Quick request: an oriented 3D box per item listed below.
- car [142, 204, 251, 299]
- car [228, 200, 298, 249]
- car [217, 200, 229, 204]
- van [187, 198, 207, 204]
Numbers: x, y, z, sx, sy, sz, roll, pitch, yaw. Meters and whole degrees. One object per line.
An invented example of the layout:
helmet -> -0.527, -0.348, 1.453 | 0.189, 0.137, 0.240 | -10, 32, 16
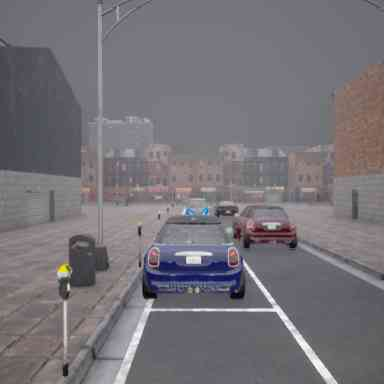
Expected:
car -> 0.033, 1.352, 8.621 | 2.097, 1.767, 4.553 | 0, 0, 0
car -> 3.023, 1.350, 14.696 | 2.097, 1.767, 4.553 | 0, 0, 0
car -> 3.028, 1.485, 30.086 | 1.882, 1.535, 5.008 | 0, 0, 0
van -> 0.374, 1.345, 25.499 | 1.690, 1.788, 3.998 | -1, 0, 0
